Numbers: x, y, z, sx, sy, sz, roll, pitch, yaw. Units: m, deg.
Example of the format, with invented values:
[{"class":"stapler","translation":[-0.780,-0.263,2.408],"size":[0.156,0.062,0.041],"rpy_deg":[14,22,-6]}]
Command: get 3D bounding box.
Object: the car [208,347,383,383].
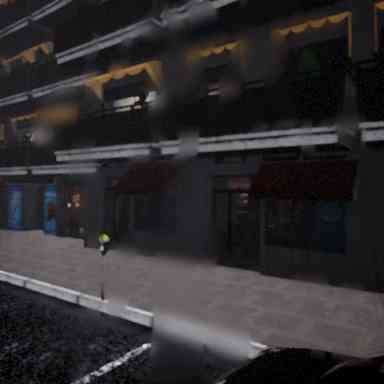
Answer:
[{"class":"car","translation":[1.844,1.566,1.553],"size":[4.313,1.339,1.947],"rpy_deg":[0,1,35]}]
